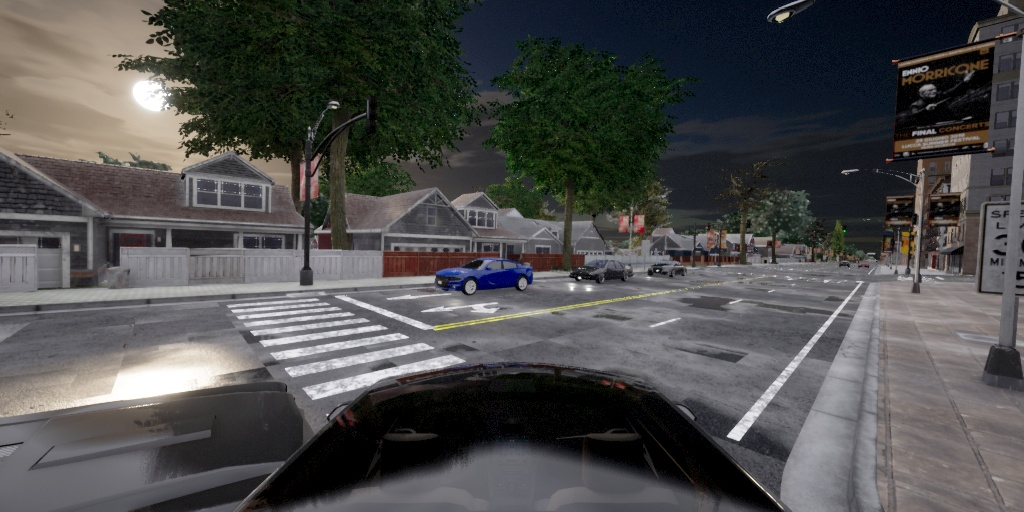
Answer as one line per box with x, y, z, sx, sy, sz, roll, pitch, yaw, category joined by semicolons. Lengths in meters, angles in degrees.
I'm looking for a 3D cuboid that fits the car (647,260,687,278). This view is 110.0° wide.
13.163;1.014;30.321;4.181;1.385;1.994;0;2;-45;car

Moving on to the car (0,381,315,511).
-3.308;1.294;1.244;4.718;1.301;1.895;1;2;-34;car

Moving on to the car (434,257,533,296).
-1.159;0.825;16.437;5.008;1.535;1.882;0;2;-44;car

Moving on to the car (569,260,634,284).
5.986;0.944;23.378;5.357;1.411;2.033;0;2;-44;car
